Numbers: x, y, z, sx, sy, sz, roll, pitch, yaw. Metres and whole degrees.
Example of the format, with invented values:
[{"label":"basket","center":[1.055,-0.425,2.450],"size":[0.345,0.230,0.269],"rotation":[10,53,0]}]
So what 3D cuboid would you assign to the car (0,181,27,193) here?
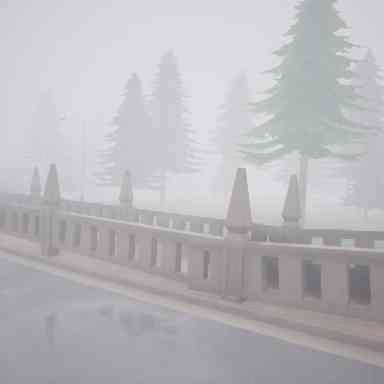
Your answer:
[{"label":"car","center":[-21.255,-0.474,37.414],"size":[1.882,1.535,5.008],"rotation":[4,3,37]}]
